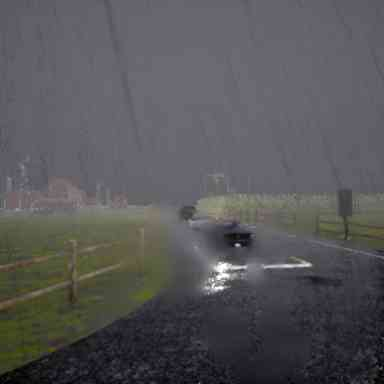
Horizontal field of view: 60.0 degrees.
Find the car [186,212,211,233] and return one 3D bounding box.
[{"bbox_3d":[0.861,2.568,27.323,1.895,1.301,4.718,0,-2,-6],"label":"car"}]

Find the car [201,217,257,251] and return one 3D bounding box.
[{"bbox_3d":[1.872,2.190,17.331,1.895,1.301,4.718,0,-2,-6],"label":"car"}]

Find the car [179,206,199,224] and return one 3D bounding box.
[{"bbox_3d":[-0.433,2.675,40.246,2.150,2.045,5.566,-1,-2,-6],"label":"car"}]

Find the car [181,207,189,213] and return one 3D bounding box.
[{"bbox_3d":[-2.002,4.874,91.478,1.882,1.535,5.008,0,-2,-6],"label":"car"}]
